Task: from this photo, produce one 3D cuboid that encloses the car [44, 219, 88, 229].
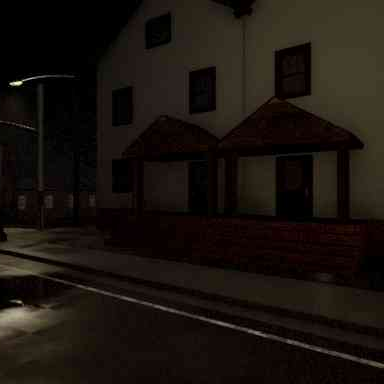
[{"bbox_3d":[-12.222,3.288,32.895,1.895,1.301,4.718,0,-9,36],"label":"car"}]
